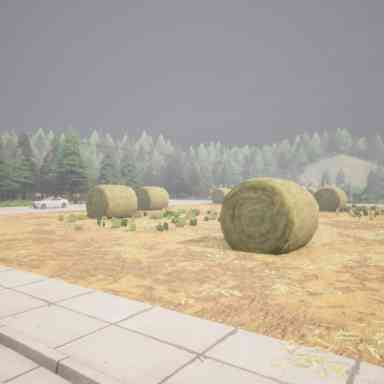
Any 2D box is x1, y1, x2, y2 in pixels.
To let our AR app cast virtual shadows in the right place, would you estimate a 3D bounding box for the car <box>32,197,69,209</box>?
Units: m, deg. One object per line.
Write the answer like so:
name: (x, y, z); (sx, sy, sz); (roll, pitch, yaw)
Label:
car: (-18.396, 1.415, 43.460); (1.812, 1.442, 4.674); (0, 0, 36)
